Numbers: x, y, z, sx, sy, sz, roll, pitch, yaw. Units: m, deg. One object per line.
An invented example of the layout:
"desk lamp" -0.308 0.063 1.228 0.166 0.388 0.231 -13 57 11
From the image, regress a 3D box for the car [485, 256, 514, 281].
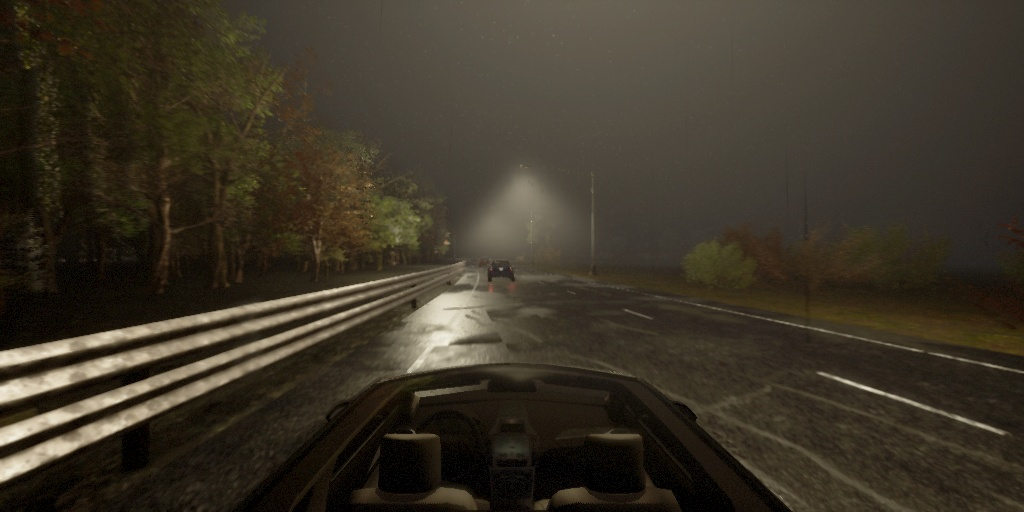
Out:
"car" -0.998 1.057 30.075 2.097 1.767 4.553 0 0 -4

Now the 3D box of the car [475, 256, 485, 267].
"car" -4.860 0.960 62.361 2.097 1.767 4.553 0 0 -8
